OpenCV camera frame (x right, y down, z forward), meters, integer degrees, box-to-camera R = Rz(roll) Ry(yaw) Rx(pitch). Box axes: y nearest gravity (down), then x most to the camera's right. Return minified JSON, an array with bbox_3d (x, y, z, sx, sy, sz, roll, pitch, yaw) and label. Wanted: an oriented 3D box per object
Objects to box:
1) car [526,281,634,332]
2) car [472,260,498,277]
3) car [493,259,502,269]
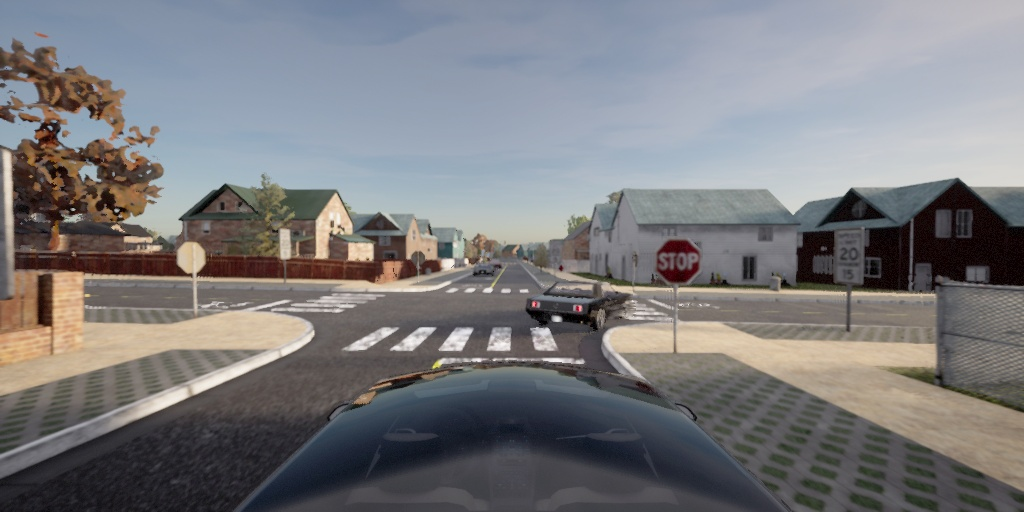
[{"bbox_3d":[2.357,1.433,11.304,1.895,1.301,4.718,1,-2,32],"label":"car"},{"bbox_3d":[-2.773,1.353,35.856,1.994,1.385,4.181,0,0,0],"label":"car"},{"bbox_3d":[-2.680,1.280,57.585,1.882,1.535,5.008,0,0,1],"label":"car"}]
